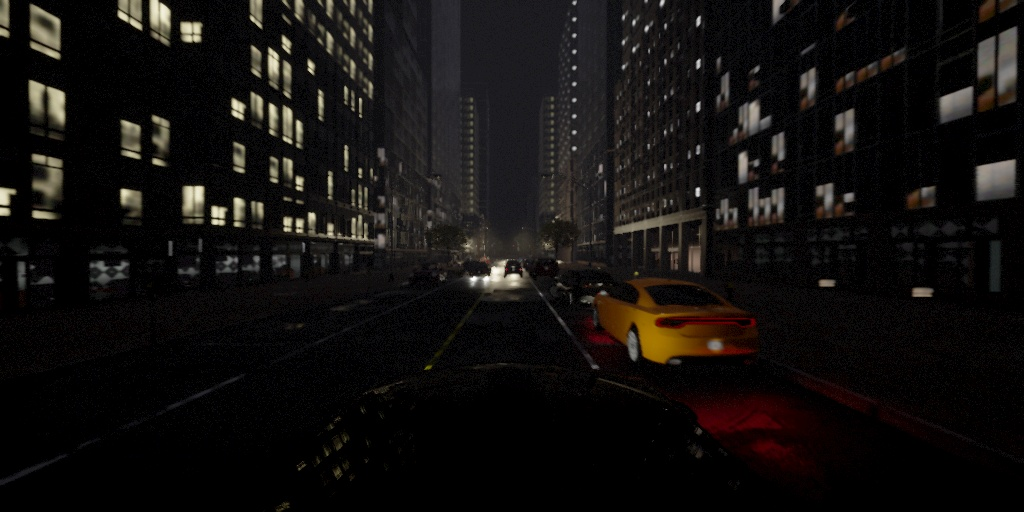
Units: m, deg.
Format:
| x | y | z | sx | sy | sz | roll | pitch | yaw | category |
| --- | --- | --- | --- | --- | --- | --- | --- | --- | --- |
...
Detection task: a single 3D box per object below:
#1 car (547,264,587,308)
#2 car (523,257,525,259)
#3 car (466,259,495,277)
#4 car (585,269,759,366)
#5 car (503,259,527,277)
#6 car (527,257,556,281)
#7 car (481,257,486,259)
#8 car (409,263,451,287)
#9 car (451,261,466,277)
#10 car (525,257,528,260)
| x | y | z | sx | sy | sz | roll | pitch | yaw | category |
| --- | --- | --- | --- | --- | --- | --- | --- | --- | --- |
| 3.016 | 1.258 | 15.298 | 1.837 | 1.490 | 4.892 | 0 | 0 | -6 | car |
| 2.715 | 1.197 | 47.335 | 1.967 | 1.591 | 4.097 | 0 | 0 | 0 | car |
| -3.070 | 1.321 | 35.624 | 1.994 | 1.385 | 4.181 | 0 | 0 | 0 | car |
| 3.144 | 1.228 | 8.015 | 1.882 | 1.535 | 5.008 | 0 | 0 | 0 | car |
| 0.111 | 1.303 | 35.124 | 2.033 | 1.411 | 5.357 | 0 | 0 | -1 | car |
| 2.705 | 1.070 | 30.284 | 2.192 | 1.841 | 5.009 | 0 | 0 | 0 | car |
| -5.659 | 1.310 | 58.708 | 2.007 | 1.370 | 4.403 | 0 | 0 | 0 | car |
| -5.679 | 1.195 | 24.605 | 1.967 | 1.591 | 4.097 | 0 | 0 | 0 | car |
| -5.672 | 1.283 | 35.803 | 1.751 | 1.417 | 4.829 | 0 | 0 | 0 | car |
| 2.709 | 1.071 | 35.969 | 2.192 | 1.841 | 5.009 | 0 | 0 | 0 | car |
